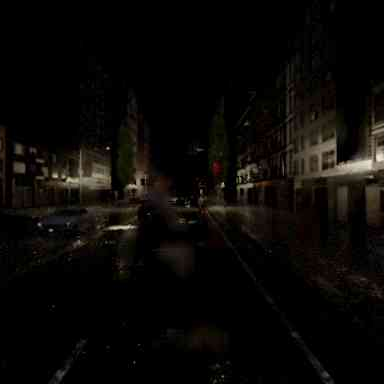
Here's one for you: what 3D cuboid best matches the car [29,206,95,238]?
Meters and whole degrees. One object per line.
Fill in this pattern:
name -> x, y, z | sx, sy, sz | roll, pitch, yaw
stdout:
car -> -6.600, 1.520, 17.895 | 1.812, 1.442, 4.674 | 0, 0, 0

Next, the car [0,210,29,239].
car -> -9.851, 1.595, 17.057 | 1.895, 1.301, 4.718 | 0, 0, 0

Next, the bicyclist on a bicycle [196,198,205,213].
bicyclist on a bicycle -> 0.923, 1.420, 35.903 | 0.866, 1.612, 1.509 | 0, 0, 0

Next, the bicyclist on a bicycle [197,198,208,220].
bicyclist on a bicycle -> 0.864, 1.426, 26.795 | 0.866, 1.612, 1.509 | 0, 0, 0

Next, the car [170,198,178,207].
car -> -3.153, 1.572, 51.386 | 1.895, 1.301, 4.718 | 0, 0, 0

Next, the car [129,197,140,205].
car -> -9.790, 1.528, 58.456 | 1.994, 1.385, 4.181 | 0, 0, 1

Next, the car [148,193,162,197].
car -> -6.535, 1.187, 58.816 | 2.150, 2.045, 5.566 | 0, 0, 1

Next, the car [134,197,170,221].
car -> -3.154, 1.467, 27.019 | 1.882, 1.535, 5.008 | 0, 0, 0

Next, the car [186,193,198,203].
car -> 0.020, 1.173, 69.336 | 2.150, 2.045, 5.566 | 0, 0, 0
